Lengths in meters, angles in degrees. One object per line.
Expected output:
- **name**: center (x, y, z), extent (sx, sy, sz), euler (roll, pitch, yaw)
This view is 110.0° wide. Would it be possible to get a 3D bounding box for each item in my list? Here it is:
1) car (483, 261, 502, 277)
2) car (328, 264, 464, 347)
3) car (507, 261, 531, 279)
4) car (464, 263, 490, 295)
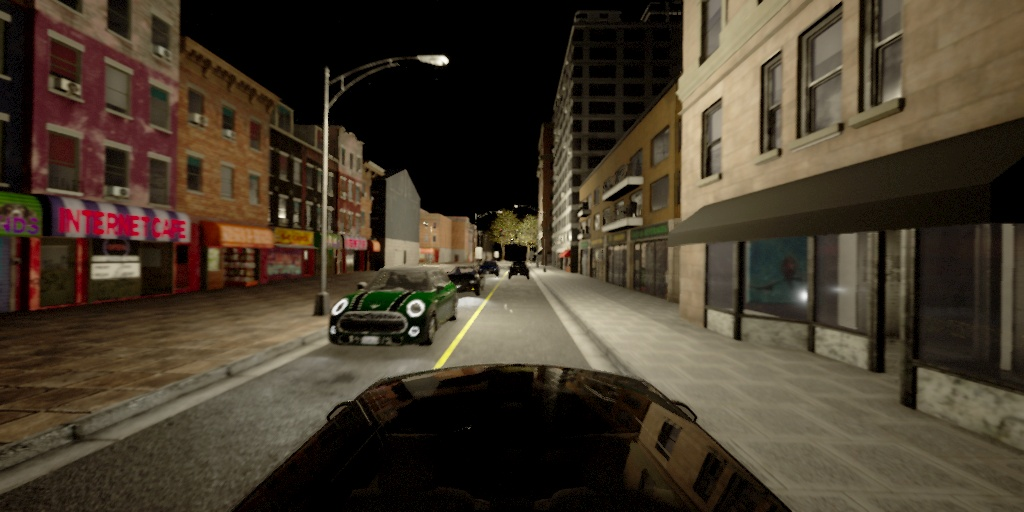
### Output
- **car**: center (-2.140, 1.220, 34.786), extent (1.812, 1.442, 4.674), euler (1, 0, 1)
- **car**: center (-2.728, 1.055, 9.261), extent (2.097, 1.767, 4.553), euler (1, 0, 1)
- **car**: center (0.624, 1.241, 32.024), extent (1.837, 1.490, 4.892), euler (1, 0, 2)
- **car**: center (-2.524, 1.261, 19.229), extent (1.994, 1.385, 4.181), euler (1, 0, 2)
